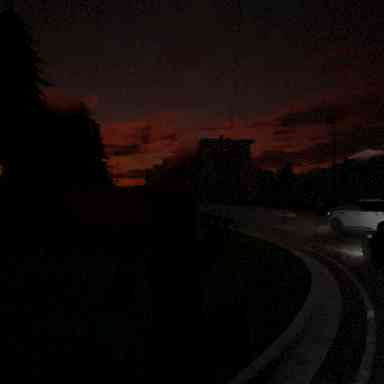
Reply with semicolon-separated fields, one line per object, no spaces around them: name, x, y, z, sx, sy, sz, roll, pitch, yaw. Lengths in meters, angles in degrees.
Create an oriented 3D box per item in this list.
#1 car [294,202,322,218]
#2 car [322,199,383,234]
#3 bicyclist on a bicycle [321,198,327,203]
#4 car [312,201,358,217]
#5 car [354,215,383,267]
car;12.409;1.804;34.073;1.837;1.490;4.892;0;0;-16
car;9.812;1.371;17.719;2.150;2.045;5.566;0;-1;-16
bicyclist on a bicycle;17.345;1.682;43.947;1.656;1.620;0.582;0;0;-16
car;15.431;1.789;36.228;1.882;1.535;5.008;0;0;-16
car;6.328;1.627;9.410;2.033;1.411;5.357;0;0;15
